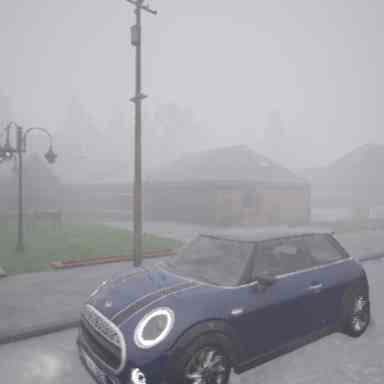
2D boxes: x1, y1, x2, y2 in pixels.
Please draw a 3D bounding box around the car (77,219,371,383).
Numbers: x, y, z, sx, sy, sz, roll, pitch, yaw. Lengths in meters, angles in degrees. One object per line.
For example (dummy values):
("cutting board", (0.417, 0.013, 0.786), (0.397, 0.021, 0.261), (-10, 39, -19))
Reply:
("car", (0.694, 1.364, 5.078), (4.553, 1.767, 2.097), (0, 0, -35))
